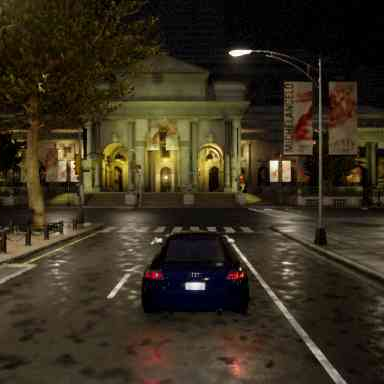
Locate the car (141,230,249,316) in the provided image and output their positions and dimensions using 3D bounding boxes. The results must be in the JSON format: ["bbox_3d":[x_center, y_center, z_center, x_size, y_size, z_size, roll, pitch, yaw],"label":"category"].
[{"bbox_3d":[0.070,1.564,7.639,1.994,1.385,4.181,0,0,0],"label":"car"}]
